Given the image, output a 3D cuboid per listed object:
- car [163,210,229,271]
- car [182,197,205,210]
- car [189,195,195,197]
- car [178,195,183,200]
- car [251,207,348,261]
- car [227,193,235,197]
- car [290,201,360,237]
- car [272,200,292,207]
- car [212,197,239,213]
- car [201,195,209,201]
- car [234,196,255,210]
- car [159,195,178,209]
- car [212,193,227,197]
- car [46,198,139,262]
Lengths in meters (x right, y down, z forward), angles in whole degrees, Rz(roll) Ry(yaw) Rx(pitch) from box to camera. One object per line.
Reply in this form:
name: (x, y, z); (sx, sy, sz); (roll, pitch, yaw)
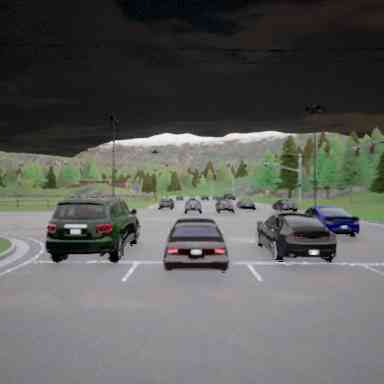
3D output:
car: (0.109, 1.556, 10.851); (2.033, 1.411, 5.357); (0, 0, 0)
car: (0.133, 1.574, 37.617); (2.033, 1.411, 5.357); (0, 0, 0)
car: (0.079, 1.660, 91.201); (1.895, 1.301, 4.718); (0, 0, 0)
car: (-3.422, 1.589, 89.689); (2.128, 1.511, 4.902); (0, 0, 0)
car: (3.611, 1.515, 12.250); (1.837, 1.490, 4.892); (0, 0, 0)
car: (10.577, 1.563, 88.602); (1.837, 1.490, 4.892); (0, 0, 0)
car: (7.116, 1.491, 18.004); (1.882, 1.535, 5.008); (0, 0, 0)
car: (10.635, 1.575, 38.324); (2.033, 1.411, 5.357); (0, 0, 0)
car: (3.633, 1.574, 37.680); (2.033, 1.411, 5.357); (0, 0, 0)
car: (3.578, 1.588, 90.179); (1.812, 1.442, 4.674); (0, 0, 0)
car: (7.138, 1.596, 44.430); (1.994, 1.385, 4.181); (0, 0, 0)
car: (-3.361, 1.523, 44.855); (2.128, 1.511, 4.902); (0, 0, 0)
car: (7.074, 1.586, 85.537); (2.128, 1.511, 4.902); (0, 0, 0)
car: (-3.390, 1.233, 12.359); (2.150, 2.045, 5.566); (0, 0, 0)
